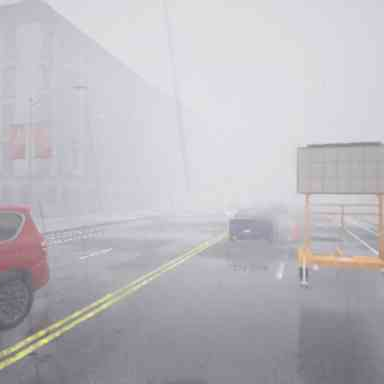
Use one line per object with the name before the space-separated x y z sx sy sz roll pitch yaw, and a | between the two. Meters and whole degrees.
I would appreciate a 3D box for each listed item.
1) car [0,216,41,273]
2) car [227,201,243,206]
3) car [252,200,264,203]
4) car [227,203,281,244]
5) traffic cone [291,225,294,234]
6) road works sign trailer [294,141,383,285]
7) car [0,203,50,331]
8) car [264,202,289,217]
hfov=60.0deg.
car | -6.399 1.510 8.646 1.812 1.442 4.674 0 0 18
car | 6.407 1.969 48.202 1.895 1.301 4.718 0 -1 18
car | 9.201 1.863 46.279 1.837 1.490 4.892 0 -1 18
car | 3.088 1.501 16.170 1.882 1.535 5.008 0 0 18
traffic cone | 4.962 1.984 16.220 0.340 0.580 0.340 0 0 18
road works sign trailer | 4.125 0.468 9.137 2.380 3.560 2.880 0 0 18
car | -4.381 1.210 4.281 2.150 2.045 5.566 0 0 18
car | 8.639 1.712 33.346 1.812 1.442 4.674 0 -1 18
